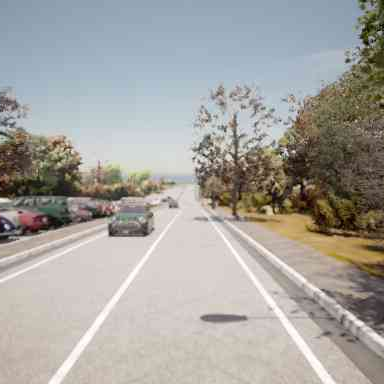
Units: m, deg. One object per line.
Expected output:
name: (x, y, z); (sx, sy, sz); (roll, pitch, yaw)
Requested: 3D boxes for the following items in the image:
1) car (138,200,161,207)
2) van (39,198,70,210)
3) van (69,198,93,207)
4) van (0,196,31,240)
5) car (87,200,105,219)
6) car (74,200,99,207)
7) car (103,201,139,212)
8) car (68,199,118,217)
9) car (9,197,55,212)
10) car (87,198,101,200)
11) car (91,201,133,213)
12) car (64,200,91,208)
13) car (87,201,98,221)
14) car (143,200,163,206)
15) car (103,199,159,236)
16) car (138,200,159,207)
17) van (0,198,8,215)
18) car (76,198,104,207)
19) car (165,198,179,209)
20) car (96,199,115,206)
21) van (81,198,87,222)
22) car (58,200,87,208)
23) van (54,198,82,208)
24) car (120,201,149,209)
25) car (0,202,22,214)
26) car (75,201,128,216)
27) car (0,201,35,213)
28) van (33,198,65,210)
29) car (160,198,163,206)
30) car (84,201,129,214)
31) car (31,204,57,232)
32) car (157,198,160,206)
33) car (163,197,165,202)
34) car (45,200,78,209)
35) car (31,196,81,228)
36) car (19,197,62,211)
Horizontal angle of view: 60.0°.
car: (-10.473, 2.783, 81.917); (5.366, 1.575, 1.946); (0, -2, 0)
van: (-23.496, 1.975, 57.032); (4.442, 1.987, 1.878); (0, -1, 0)
van: (-23.490, 2.263, 70.749); (4.442, 1.987, 1.878); (0, -1, 0)
van: (-10.202, 1.293, 15.332); (4.442, 1.987, 1.878); (0, 0, 0)
car: (-10.307, 1.696, 29.192); (5.008, 1.535, 2.097); (0, -1, 0)
car: (-23.343, 2.593, 73.635); (4.792, 1.488, 2.163); (0, -2, 0)
car: (-10.274, 2.079, 48.621); (4.792, 1.488, 2.163); (0, -1, 0)
car: (-10.278, 1.672, 34.745); (4.553, 1.767, 2.185); (0, -1, 0)
car: (-23.355, 1.799, 48.724); (5.566, 2.045, 2.435); (0, -1, 0)
car: (-10.280, 1.621, 31.970); (4.553, 1.767, 2.185); (0, -1, 0)
car: (-10.312, 1.949, 43.070); (4.892, 1.521, 2.231); (0, -1, 0)
car: (-23.403, 2.450, 67.972); (4.792, 1.488, 2.163); (0, -1, 0)
car: (-10.316, 1.686, 26.415); (4.674, 1.452, 2.002); (0, -1, 0)
car: (-10.291, 2.935, 87.467); (5.008, 1.535, 2.097); (0, -2, 0)
car: (-3.354, 1.455, 19.115); (2.097, 1.767, 4.553); (0, -1, 0)
car: (-10.296, 2.713, 79.142); (4.892, 1.521, 2.231); (0, -2, 0)
van: (-23.505, 1.621, 37.518); (4.442, 1.987, 1.878); (0, -1, 0)
car: (-23.399, 2.387, 76.411); (5.566, 2.045, 2.435); (0, -2, 0)
car: (-3.350, 2.310, 61.801); (1.837, 1.490, 4.892); (0, -1, 0)
car: (-23.395, 2.881, 90.128); (4.553, 1.767, 2.185); (0, -2, 0)
van: (-10.198, 1.370, 23.644); (4.442, 1.987, 1.878); (0, -1, 0)
car: (-23.405, 2.390, 65.333); (4.792, 1.488, 2.163); (0, -1, 0)
van: (-23.268, 2.079, 62.587); (4.442, 1.987, 1.878); (0, -1, 0)
car: (-10.328, 2.280, 59.725); (4.792, 1.488, 2.163); (0, -1, 0)
car: (-23.390, 1.938, 40.283); (4.674, 1.452, 2.002); (0, -1, 0)
car: (-10.123, 1.845, 37.519); (5.366, 1.575, 1.946); (0, -1, 0)
car: (-23.380, 1.950, 43.179); (5.008, 1.535, 2.097); (0, -1, 0)
van: (-23.264, 1.925, 54.262); (4.442, 1.987, 1.878); (0, -1, 0)
car: (-10.105, 2.634, 76.367); (5.366, 1.575, 1.946); (0, -2, 0)
car: (-10.301, 1.899, 40.295); (4.892, 1.521, 2.231); (0, -1, 0)
car: (-10.347, 1.555, 18.114); (4.792, 1.488, 2.163); (0, -1, 0)
car: (-10.108, 2.485, 70.696); (5.366, 1.575, 1.946); (0, -2, 0)
car: (-10.315, 2.610, 84.699); (5.566, 2.045, 2.435); (0, -2, 0)
car: (-23.383, 2.251, 59.797); (5.008, 1.535, 2.097); (0, -1, 0)
car: (-10.344, 1.294, 20.869); (5.566, 2.045, 2.435); (0, -1, 0)
car: (-23.354, 1.849, 51.493); (5.566, 2.045, 2.435); (0, -1, 0)
